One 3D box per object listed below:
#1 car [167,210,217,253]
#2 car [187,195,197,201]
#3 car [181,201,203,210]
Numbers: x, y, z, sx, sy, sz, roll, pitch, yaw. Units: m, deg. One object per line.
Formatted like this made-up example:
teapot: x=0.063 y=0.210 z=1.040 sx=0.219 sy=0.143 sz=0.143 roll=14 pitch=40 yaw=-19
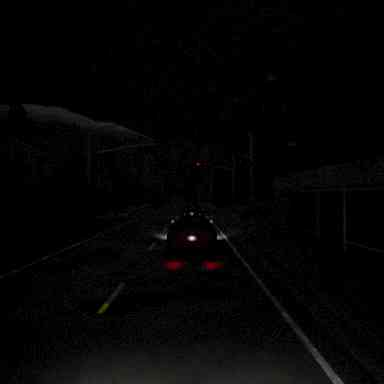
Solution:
car: x=0.008 y=1.697 z=14.292 sx=1.994 sy=1.385 sz=4.181 roll=0 pitch=0 yaw=0
car: x=0.019 y=1.784 z=80.412 sx=2.150 sy=2.045 sz=5.566 roll=0 pitch=-1 yaw=0
car: x=0.013 y=1.816 z=28.988 sx=2.033 sy=1.411 sz=5.357 roll=0 pitch=0 yaw=0
